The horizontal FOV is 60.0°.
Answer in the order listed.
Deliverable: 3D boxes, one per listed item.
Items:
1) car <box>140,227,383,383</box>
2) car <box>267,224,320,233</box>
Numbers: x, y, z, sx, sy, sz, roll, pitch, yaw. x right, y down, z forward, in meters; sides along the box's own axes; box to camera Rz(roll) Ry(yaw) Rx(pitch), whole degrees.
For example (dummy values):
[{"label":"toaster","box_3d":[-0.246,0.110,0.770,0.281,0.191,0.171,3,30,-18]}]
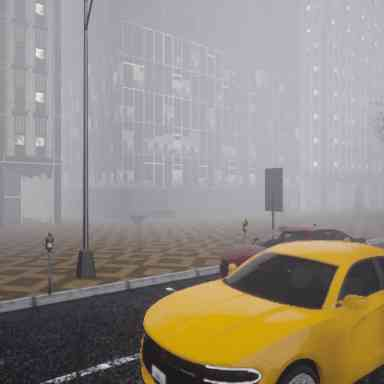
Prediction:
[{"label":"car","box_3d":[1.710,1.478,4.632,5.008,1.535,1.882,0,0,-36]},{"label":"car","box_3d":[2.684,1.545,8.476,4.507,1.381,1.887,0,0,-36]}]
